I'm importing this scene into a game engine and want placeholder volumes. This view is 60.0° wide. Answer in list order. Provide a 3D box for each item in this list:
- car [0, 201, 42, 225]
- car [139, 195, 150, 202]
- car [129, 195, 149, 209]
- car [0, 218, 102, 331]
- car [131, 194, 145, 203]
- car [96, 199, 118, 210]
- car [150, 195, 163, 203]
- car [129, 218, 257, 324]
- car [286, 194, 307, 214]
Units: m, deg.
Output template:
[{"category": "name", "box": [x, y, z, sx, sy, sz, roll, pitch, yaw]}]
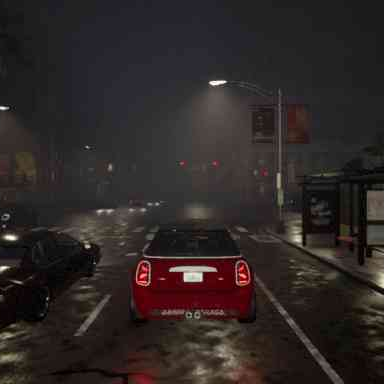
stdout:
[{"category": "car", "box": [-10.797, 1.352, 19.729, 2.097, 1.767, 4.553, 0, 0, -1]}, {"category": "car", "box": [-11.358, 1.525, 79.597, 2.128, 1.511, 4.902, 0, 0, -1]}, {"category": "car", "box": [-7.440, 1.352, 46.344, 2.097, 1.767, 4.553, 0, 0, -3]}, {"category": "car", "box": [-3.493, 1.547, 7.129, 2.033, 1.411, 5.357, 0, 0, 0]}, {"category": "car", "box": [-11.250, 1.355, 69.390, 2.097, 1.767, 4.553, 0, 0, -1]}, {"category": "car", "box": [-11.060, 1.564, 43.479, 1.994, 1.385, 4.181, 0, 0, -1]}, {"category": "car", "box": [-7.753, 1.595, 69.637, 1.895, 1.301, 4.718, 0, 0, -1]}, {"category": "car", "box": [0.006, 1.352, 7.336, 2.097, 1.767, 4.553, 0, 0, 0]}, {"category": "car", "box": [12.700, 1.217, 34.709, 5.566, 2.045, 2.150, 1, 0, -2]}]
